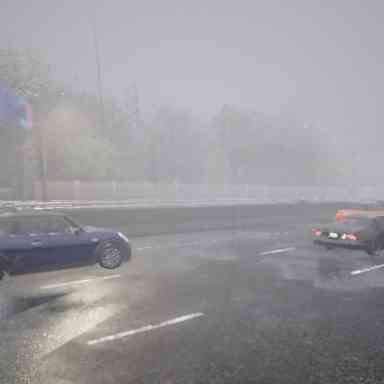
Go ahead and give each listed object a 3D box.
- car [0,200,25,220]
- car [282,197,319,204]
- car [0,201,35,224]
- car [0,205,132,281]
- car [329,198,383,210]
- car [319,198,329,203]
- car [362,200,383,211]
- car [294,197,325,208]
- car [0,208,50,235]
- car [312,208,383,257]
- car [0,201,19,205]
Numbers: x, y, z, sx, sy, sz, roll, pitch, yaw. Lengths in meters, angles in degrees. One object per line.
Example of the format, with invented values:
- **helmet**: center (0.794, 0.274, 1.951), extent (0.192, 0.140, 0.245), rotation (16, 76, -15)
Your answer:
- **car**: center (-16.326, 1.476, 26.741), extent (5.008, 1.535, 1.882), rotation (0, 0, -35)
- **car**: center (12.065, 1.539, 38.384), extent (4.892, 1.490, 1.837), rotation (0, 0, -35)
- **car**: center (-14.175, 1.490, 23.976), extent (4.902, 1.511, 2.128), rotation (0, 0, -35)
- **car**: center (-4.021, 1.352, 9.479), extent (4.553, 1.767, 2.097), rotation (0, 0, -36)
- **car**: center (10.622, 1.366, 19.928), extent (4.553, 1.767, 2.097), rotation (0, 0, -36)
- **car**: center (18.791, 1.552, 47.473), extent (4.902, 1.511, 2.128), rotation (0, 0, -35)
- **car**: center (23.897, 1.665, 42.516), extent (4.718, 1.301, 1.895), rotation (0, 0, -35)
- **car**: center (18.197, 1.556, 51.326), extent (4.902, 1.511, 2.128), rotation (0, 0, -35)
- **car**: center (-10.418, 1.600, 18.057), extent (4.718, 1.301, 1.895), rotation (0, 0, -36)
- **car**: center (6.959, 1.553, 13.017), extent (5.357, 1.411, 2.033), rotation (0, 0, -36)
- **car**: center (-12.471, 1.490, 20.892), extent (4.902, 1.511, 2.128), rotation (0, 0, -36)
